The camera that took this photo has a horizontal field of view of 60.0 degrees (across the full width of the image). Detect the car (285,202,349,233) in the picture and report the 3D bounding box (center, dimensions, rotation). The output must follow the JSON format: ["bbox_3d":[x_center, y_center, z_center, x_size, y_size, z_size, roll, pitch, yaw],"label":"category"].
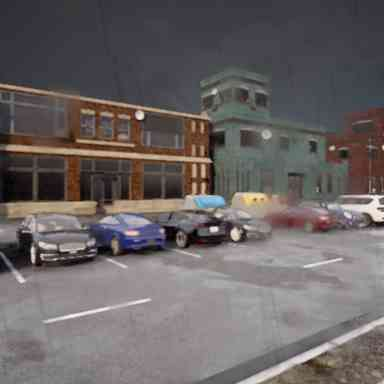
[{"bbox_3d":[6.340,1.522,19.700,2.002,1.452,4.674,0,0,-35],"label":"car"}]

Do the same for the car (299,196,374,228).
[{"bbox_3d":[8.660,1.359,21.390,2.185,1.767,4.553,0,0,-35],"label":"car"}]

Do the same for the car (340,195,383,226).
[{"bbox_3d":[10.955,1.237,23.016,2.435,2.045,5.566,0,0,-35],"label":"car"}]

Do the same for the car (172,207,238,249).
[{"bbox_3d":[-0.475,1.510,14.898,2.163,1.488,4.792,0,0,-35],"label":"car"}]

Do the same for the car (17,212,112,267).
[{"bbox_3d":[-4.891,1.484,11.734,2.231,1.521,4.892,0,0,-35],"label":"car"}]

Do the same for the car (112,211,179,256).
[{"bbox_3d":[-2.722,1.521,13.263,2.002,1.452,4.674,0,0,-35],"label":"car"}]

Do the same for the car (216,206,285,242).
[{"bbox_3d":[1.804,1.481,16.490,2.231,1.521,4.892,0,0,-35],"label":"car"}]
